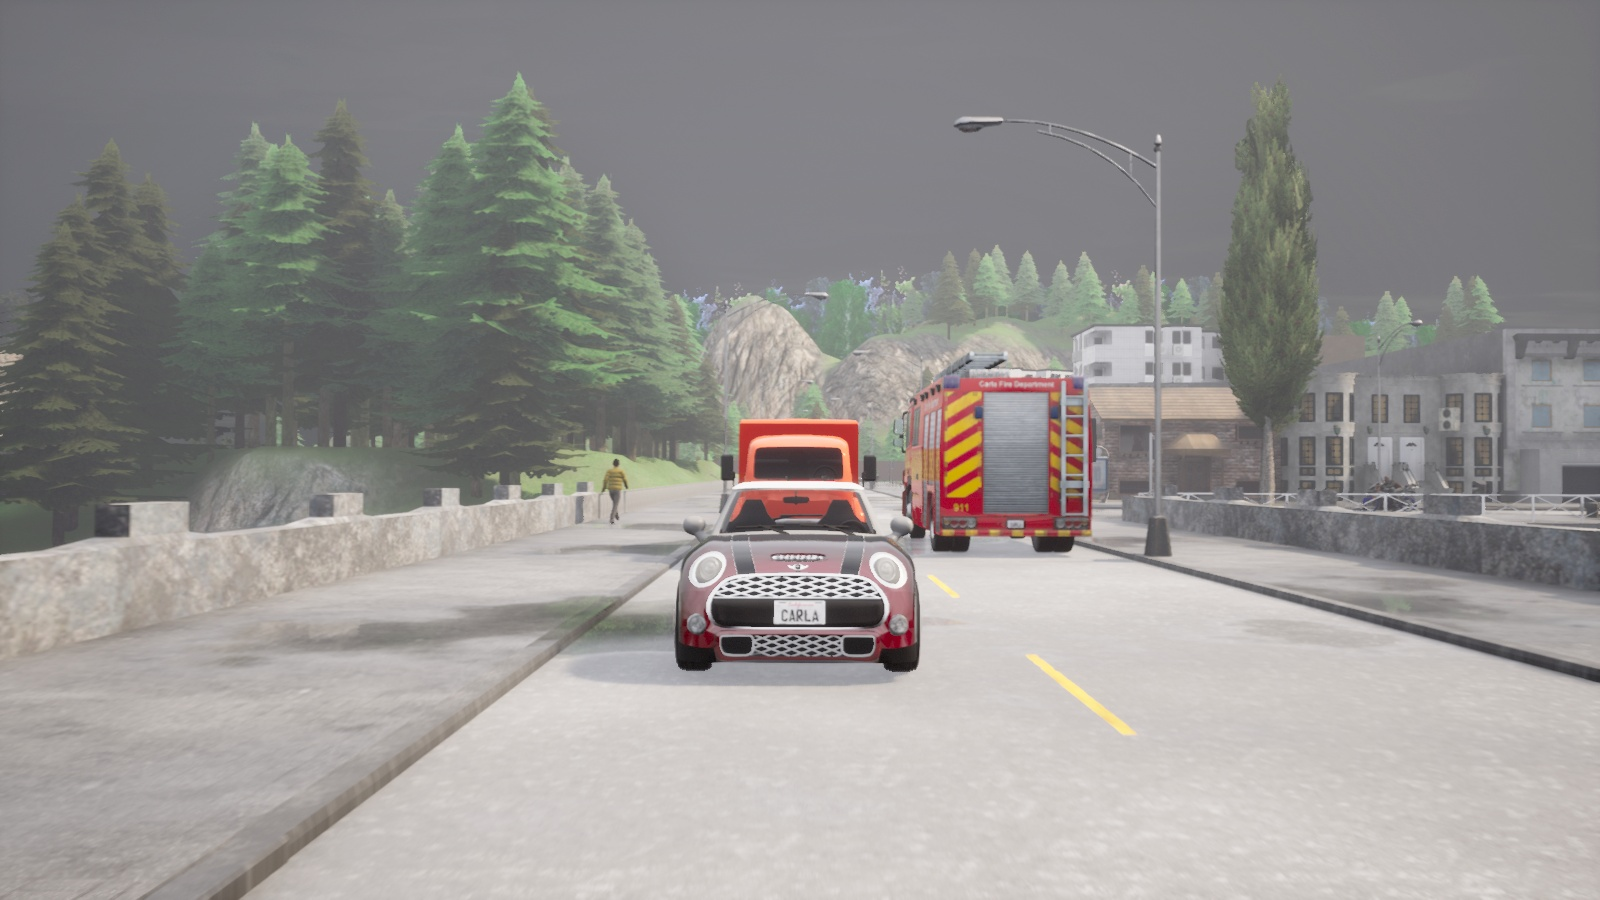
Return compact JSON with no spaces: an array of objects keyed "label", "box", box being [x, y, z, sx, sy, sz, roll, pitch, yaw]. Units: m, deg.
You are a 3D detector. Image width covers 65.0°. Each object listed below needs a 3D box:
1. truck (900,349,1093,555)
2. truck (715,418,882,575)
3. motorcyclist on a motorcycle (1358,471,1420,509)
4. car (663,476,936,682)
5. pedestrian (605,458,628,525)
[{"label":"truck","box":[3.978,0.111,27.559,2.891,3.827,8.468,0,-1,0]},{"label":"truck","box":[-0.016,0.687,22.461,2.627,2.467,5.204,0,1,0]},{"label":"motorcyclist on a motorcycle","box":[24.489,1.658,52.230,2.191,1.530,0.866,0,-1,0]},{"label":"car","box":[-0.007,0.971,11.010,1.970,1.475,3.806,0,-1,0]},{"label":"pedestrian","box":[-5.087,1.146,34.894,0.431,1.840,0.709,0,-1,9]}]
